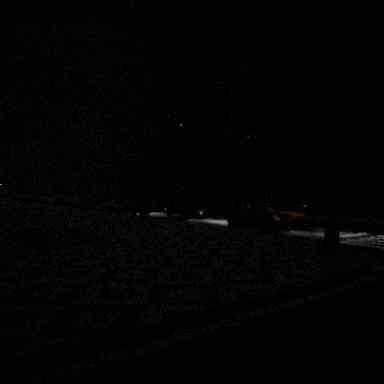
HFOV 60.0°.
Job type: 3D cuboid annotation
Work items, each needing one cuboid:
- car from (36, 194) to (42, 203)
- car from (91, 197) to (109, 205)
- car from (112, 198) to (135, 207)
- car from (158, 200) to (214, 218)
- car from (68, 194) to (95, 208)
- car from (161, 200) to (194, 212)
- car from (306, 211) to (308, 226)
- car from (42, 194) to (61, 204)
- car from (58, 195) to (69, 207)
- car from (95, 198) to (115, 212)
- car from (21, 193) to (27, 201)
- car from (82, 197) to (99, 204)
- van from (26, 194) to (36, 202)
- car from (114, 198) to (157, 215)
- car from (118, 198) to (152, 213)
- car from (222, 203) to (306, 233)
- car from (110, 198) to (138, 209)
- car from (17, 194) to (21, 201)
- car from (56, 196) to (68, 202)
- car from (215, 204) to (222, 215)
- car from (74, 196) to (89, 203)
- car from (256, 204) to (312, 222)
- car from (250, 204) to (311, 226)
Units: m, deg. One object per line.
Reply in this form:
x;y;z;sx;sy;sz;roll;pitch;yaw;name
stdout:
-27.932;1.403;63.652;1.967;1.590;4.097;2;-1;-36;car
-17.805;1.766;64.138;1.947;1.339;4.313;2;-1;-36;car
-11.419;1.751;55.213;2.008;1.369;4.403;2;-1;-36;car
-0.644;1.517;30.089;2.128;1.511;4.902;2;-1;-36;car
-15.159;1.403;45.799;1.967;1.590;4.097;2;-1;-36;car
-1.939;1.719;41.965;1.752;1.417;4.829;2;-1;-36;car
5.191;1.498;21.931;1.882;1.535;5.008;2;-1;-36;car
-24.642;1.489;59.049;1.752;1.417;4.829;2;-1;-36;car
-18.355;1.546;50.260;1.802;1.307;4.206;2;-1;-36;car
-8.675;1.483;36.734;1.752;1.417;4.829;2;-1;-36;car
-37.512;1.402;77.040;1.967;1.590;4.097;2;-1;-36;car
-20.998;1.765;68.600;1.947;1.339;4.313;2;-1;-36;car
-34.316;1.303;72.579;1.690;1.788;3.998;2;-1;-36;van
-5.581;1.499;32.409;1.887;1.381;4.507;2;-1;-36;car
-6.629;1.537;38.467;1.837;1.490;4.892;2;-1;-36;car
3.983;1.385;19.048;1.967;1.590;4.097;2;-1;-37;car
-9.953;1.672;48.510;2.033;1.411;5.357;2;-1;-35;car
-40.702;1.276;81.505;2.192;1.841;5.009;2;-1;-36;car
-33.867;1.723;86.587;1.752;1.417;4.829;2;-1;-36;car
4.544;1.770;32.901;1.802;1.307;4.206;2;-1;-36;car
-24.289;1.724;73.201;1.752;1.417;4.829;2;-1;-36;car
7.737;1.751;28.440;1.947;1.339;4.313;2;-1;-36;car
6.649;1.673;25.360;1.994;1.385;4.181;2;-1;-35;car
